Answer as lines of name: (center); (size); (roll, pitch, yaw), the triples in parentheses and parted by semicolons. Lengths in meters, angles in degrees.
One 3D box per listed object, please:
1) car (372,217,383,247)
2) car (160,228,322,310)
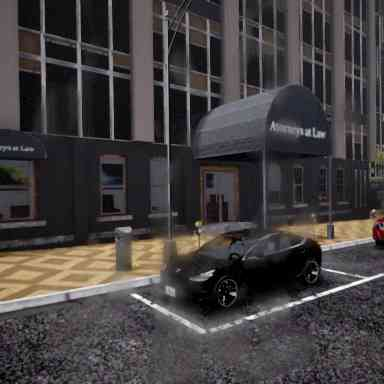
car: (9.596, 1.308, 13.994); (5.009, 1.841, 2.192); (0, -1, -37)
car: (1.316, 1.564, 7.797); (4.313, 1.339, 1.947); (0, -1, -37)
